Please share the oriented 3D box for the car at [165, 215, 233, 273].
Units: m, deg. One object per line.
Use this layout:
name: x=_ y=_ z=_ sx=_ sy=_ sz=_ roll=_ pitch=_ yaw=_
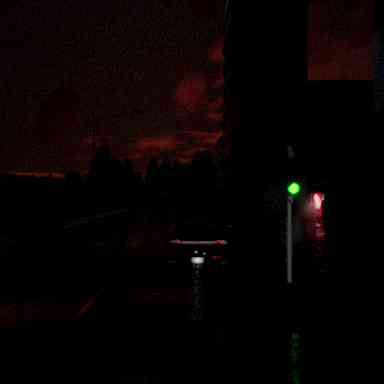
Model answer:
car: x=0.304 y=1.486 z=10.720 sx=2.128 sy=1.511 sz=4.902 roll=0 pitch=0 yaw=4
